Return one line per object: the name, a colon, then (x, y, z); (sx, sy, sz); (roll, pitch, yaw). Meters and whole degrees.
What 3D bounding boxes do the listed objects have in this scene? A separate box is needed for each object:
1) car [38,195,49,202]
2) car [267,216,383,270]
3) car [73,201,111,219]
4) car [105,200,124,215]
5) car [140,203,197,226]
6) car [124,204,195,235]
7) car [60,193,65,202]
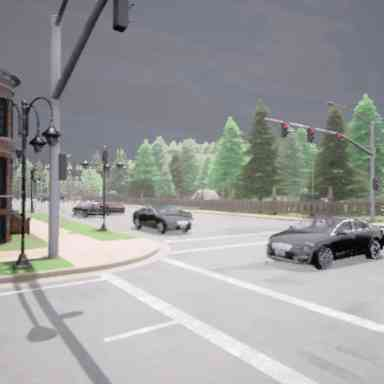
car: (-35.960, 1.533, 80.618); (2.033, 1.411, 5.357); (1, 0, -35)
car: (4.667, 1.586, 11.397); (4.902, 1.511, 2.128); (1, 0, -34)
car: (-9.446, 1.691, 30.675); (1.895, 1.301, 4.718); (1, 0, -35)
car: (-8.841, 1.600, 35.944); (1.882, 1.535, 5.008); (1, 0, -35)
car: (-1.980, 1.669, 26.112); (2.033, 1.411, 5.357); (1, 0, -35)
car: (-1.868, 1.581, 19.871); (2.128, 1.511, 4.902); (1, 0, -35)
car: (-33.385, 1.290, 83.046); (2.150, 2.045, 5.566); (1, 0, -35)
